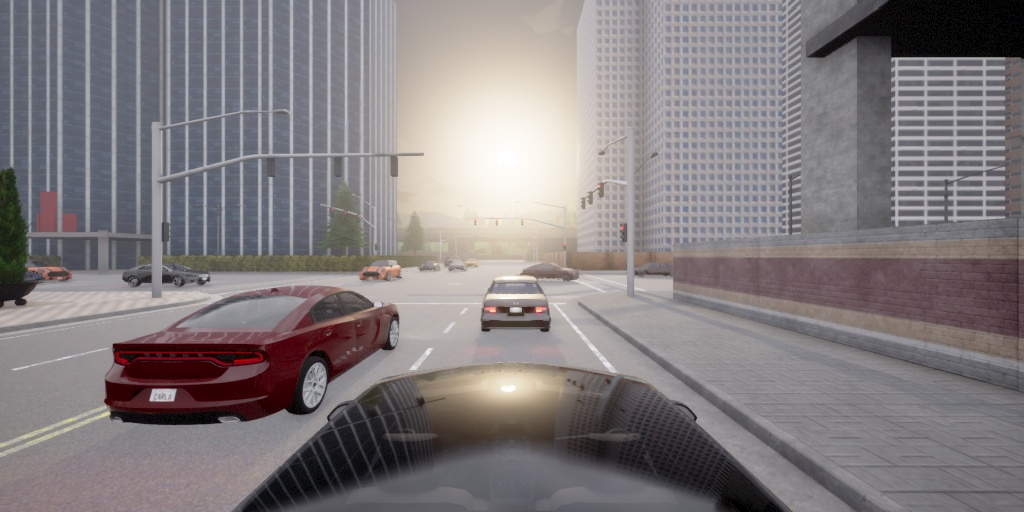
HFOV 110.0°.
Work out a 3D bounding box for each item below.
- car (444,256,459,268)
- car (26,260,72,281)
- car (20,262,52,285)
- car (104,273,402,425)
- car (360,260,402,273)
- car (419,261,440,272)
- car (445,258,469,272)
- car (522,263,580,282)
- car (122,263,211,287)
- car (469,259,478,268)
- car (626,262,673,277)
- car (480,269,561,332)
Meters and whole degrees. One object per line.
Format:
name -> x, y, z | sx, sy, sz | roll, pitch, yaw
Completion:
car -> -10.504, 0.973, 63.081 | 2.150, 2.045, 5.566 | 0, 0, 0
car -> -36.538, 1.102, 27.176 | 4.553, 1.767, 2.097 | 0, 0, 0
car -> -34.097, 1.276, 23.700 | 4.674, 1.442, 1.812 | 0, 0, 0
car -> -3.439, 1.228, 6.030 | 1.882, 1.535, 5.008 | 0, 0, 0
car -> -10.574, 1.101, 29.100 | 2.097, 1.767, 4.553 | 0, 0, 0
car -> -10.555, 1.313, 46.019 | 1.994, 1.385, 4.181 | 0, 0, 0
car -> -7.015, 1.275, 46.162 | 1.812, 1.442, 4.674 | 0, 0, -1
car -> 2.998, 1.276, 28.517 | 4.674, 1.442, 1.812 | 0, 1, 20
car -> -22.785, 1.241, 23.758 | 4.902, 1.511, 2.128 | 0, 0, 1
car -> -7.010, 1.227, 62.455 | 1.882, 1.535, 5.008 | 0, 0, 0
car -> 13.922, 1.297, 34.818 | 5.357, 1.411, 2.033 | 0, 0, 0
car -> 0.092, 1.297, 10.842 | 2.033, 1.411, 5.357 | 0, 0, 0
